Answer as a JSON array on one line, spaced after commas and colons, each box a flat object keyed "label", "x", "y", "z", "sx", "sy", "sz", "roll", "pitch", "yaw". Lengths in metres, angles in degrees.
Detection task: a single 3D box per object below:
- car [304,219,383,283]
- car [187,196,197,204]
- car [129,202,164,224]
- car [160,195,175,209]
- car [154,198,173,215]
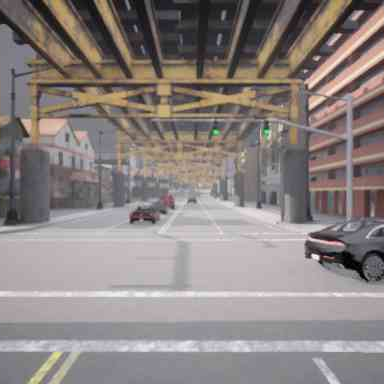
[{"label": "car", "x": 5.645, "y": 1.528, "z": 9.540, "sx": 4.902, "sy": 1.511, "sz": 2.128, "roll": 0, "pitch": -1, "yaw": -15}, {"label": "car", "x": 0.001, "y": 1.622, "z": 66.673, "sx": 1.812, "sy": 1.442, "sz": 4.674, "roll": 0, "pitch": 0, "yaw": 0}, {"label": "car", "x": -3.607, "y": 1.699, "z": 26.008, "sx": 1.895, "sy": 1.301, "sz": 4.718, "roll": 0, "pitch": 0, "yaw": 1}, {"label": "car", "x": -3.574, "y": 1.382, "z": 47.070, "sx": 2.150, "sy": 2.045, "sz": 5.566, "roll": 0, "pitch": 0, "yaw": 0}, {"label": "car", "x": -3.595, "y": 1.685, "z": 36.376, "sx": 2.033, "sy": 1.411, "sz": 5.357, "roll": 0, "pitch": 0, "yaw": 0}]
